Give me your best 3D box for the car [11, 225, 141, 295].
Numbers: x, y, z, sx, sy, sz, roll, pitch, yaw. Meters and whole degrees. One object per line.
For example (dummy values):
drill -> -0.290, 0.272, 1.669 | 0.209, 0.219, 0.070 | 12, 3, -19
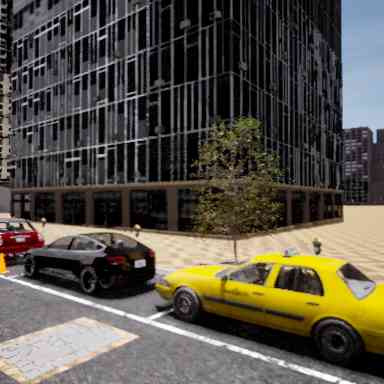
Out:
car -> -2.905, 1.764, 9.206 | 4.313, 1.339, 1.947 | -1, -2, 37

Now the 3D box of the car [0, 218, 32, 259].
car -> -7.432, 1.693, 12.609 | 4.097, 1.590, 1.967 | -1, -2, 37

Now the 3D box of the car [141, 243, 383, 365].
car -> 1.489, 1.670, 5.908 | 4.829, 1.417, 1.752 | -1, -2, 37

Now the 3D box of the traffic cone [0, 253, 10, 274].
traffic cone -> -5.779, 2.161, 10.142 | 0.340, 0.580, 0.340 | -1, -2, 37
